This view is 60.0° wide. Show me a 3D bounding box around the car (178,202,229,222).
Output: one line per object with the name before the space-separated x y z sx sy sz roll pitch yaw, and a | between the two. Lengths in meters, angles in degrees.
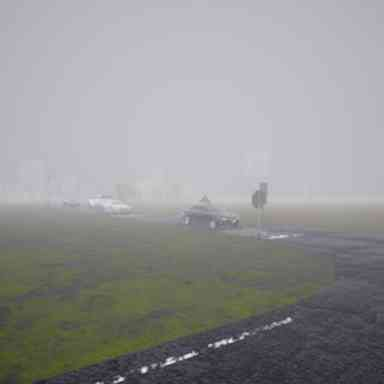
car | 0.858 1.594 27.990 1.812 1.442 4.674 0 0 -35

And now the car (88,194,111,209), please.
car | -13.357 1.366 48.217 2.150 2.045 5.566 0 0 -35

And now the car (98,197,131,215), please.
car | -8.207 1.628 35.801 1.812 1.442 4.674 0 0 -35

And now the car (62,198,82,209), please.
car | -18.149 1.672 50.177 1.882 1.535 5.008 0 0 -35

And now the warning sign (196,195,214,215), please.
warning sign | 1.207 1.192 31.586 1.300 1.860 1.060 0 0 -35

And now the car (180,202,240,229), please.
car | 1.172 1.559 22.384 1.837 1.490 4.892 0 0 -35
